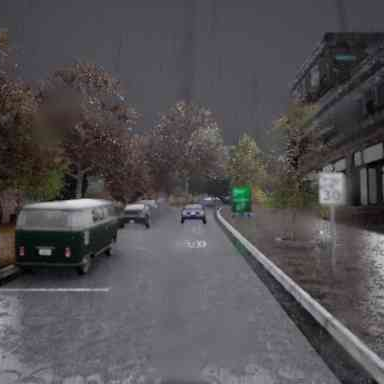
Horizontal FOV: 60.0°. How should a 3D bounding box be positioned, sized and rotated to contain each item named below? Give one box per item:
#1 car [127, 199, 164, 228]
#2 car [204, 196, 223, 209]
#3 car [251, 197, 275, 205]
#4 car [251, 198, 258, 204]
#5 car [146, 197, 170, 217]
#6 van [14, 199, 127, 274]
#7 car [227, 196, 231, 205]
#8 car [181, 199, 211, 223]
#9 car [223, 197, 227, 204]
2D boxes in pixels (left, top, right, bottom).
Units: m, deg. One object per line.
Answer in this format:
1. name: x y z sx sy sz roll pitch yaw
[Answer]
1. car: -3.422 1.450 21.848 2.231 1.521 4.892 0 0 2
2. car: 2.327 1.356 42.735 1.812 1.442 4.674 -1 0 15
3. car: 14.436 1.743 67.811 5.008 1.535 2.097 1 -3 -40
4. car: 10.328 1.644 64.013 2.231 1.521 4.892 -4 -3 42
5. car: -3.425 1.297 27.557 2.185 1.767 4.553 -1 1 2
6. van: -3.636 1.249 10.595 1.878 1.987 4.442 1 0 2
7. car: 6.803 1.551 59.562 2.097 1.535 5.008 -3 -4 36
8. car: 0.127 1.485 25.122 2.033 1.411 5.357 0 0 1
9. car: 3.368 1.487 54.813 2.231 1.521 4.892 -2 -1 29
